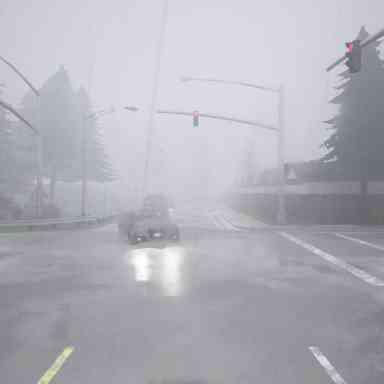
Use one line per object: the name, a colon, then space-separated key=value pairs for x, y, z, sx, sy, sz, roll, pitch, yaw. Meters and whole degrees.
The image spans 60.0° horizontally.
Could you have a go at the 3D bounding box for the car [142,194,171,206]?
car: x=-3.613 y=1.223 z=32.793 sx=2.150 sy=2.045 sz=5.566 roll=0 pitch=0 yaw=0

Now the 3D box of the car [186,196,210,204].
car: x=1.063 y=1.496 z=61.522 sx=4.892 sy=1.490 sz=1.837 roll=0 pitch=0 yaw=-39

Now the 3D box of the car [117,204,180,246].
car: x=-2.046 y=1.444 z=14.650 sx=1.994 sy=1.385 sz=4.181 roll=0 pitch=0 yaw=-21

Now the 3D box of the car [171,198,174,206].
car: x=-3.490 y=1.505 z=46.137 sx=1.837 sy=1.490 sz=4.892 roll=0 pitch=0 yaw=2

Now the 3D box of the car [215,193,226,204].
car: x=6.889 y=1.205 z=60.906 sx=5.566 sy=2.045 sz=2.150 roll=0 pitch=0 yaw=-22
